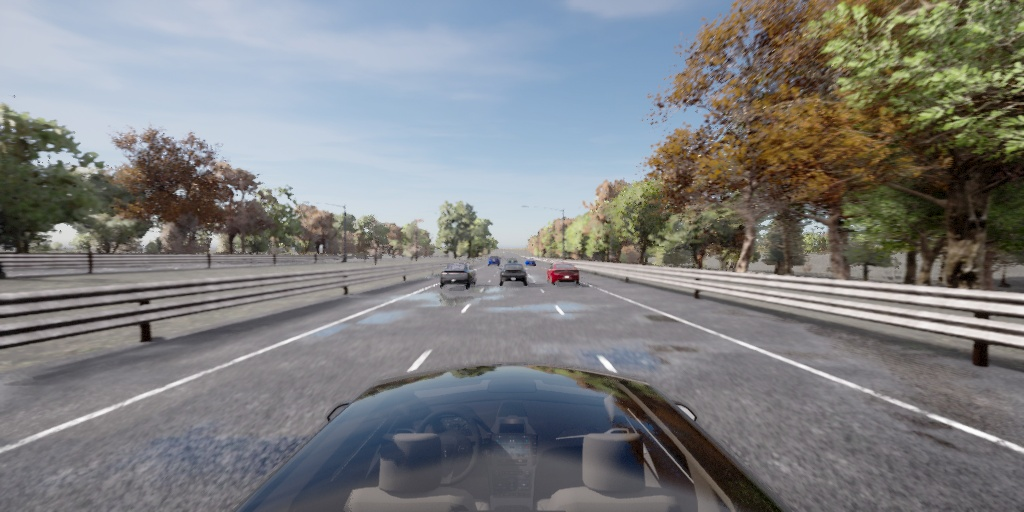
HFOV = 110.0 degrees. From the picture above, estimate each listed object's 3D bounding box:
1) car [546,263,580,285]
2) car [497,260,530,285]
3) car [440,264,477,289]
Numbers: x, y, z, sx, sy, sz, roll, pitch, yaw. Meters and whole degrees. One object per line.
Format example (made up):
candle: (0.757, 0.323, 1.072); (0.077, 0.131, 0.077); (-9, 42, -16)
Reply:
car: (3.592, 1.220, 25.885); (1.882, 1.535, 5.008); (0, 0, 0)
car: (0.093, 1.247, 25.917); (1.837, 1.490, 4.892); (0, 0, 0)
car: (-3.408, 1.235, 23.334); (2.128, 1.511, 4.902); (0, 0, 0)
